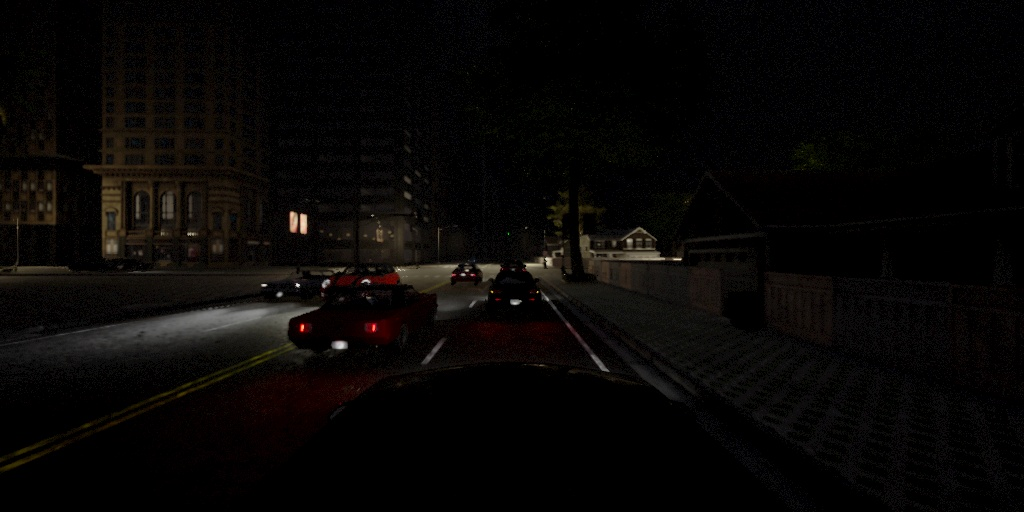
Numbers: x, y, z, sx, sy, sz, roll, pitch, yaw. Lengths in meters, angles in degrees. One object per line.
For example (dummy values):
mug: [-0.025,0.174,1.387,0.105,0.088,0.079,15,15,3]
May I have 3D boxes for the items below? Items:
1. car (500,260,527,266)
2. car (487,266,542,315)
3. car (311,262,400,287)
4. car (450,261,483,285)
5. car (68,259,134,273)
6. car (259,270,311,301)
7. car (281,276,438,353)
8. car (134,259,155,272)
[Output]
car: [0.125,1.066,28.287,2.097,1.767,4.553,0,0,1]
car: [0.084,1.260,13.411,1.812,1.442,4.674,0,0,0]
car: [-6.591,1.083,16.114,2.097,1.767,4.553,0,0,0]
car: [-3.152,1.265,25.607,2.033,1.411,5.357,0,0,0]
car: [-45.447,1.053,39.357,4.902,1.511,2.128,0,0,-2]
car: [-9.841,1.330,17.419,1.895,1.301,4.718,0,0,0]
car: [-3.151,1.341,8.791,1.895,1.301,4.718,0,0,0]
car: [-45.489,1.071,42.621,4.892,1.490,1.837,0,0,-2]
